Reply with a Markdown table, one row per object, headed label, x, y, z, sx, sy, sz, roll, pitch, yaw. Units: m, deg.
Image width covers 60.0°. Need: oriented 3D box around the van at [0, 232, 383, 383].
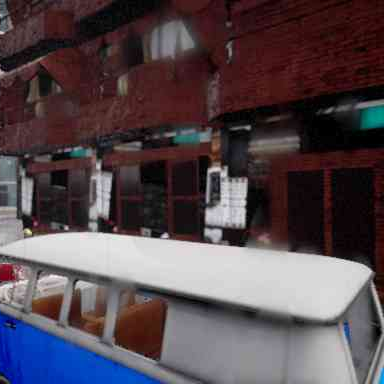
| label | x | y | z | sx | sy | sz | roll | pitch | yaw |
| --- | --- | --- | --- | --- | --- | --- | --- | --- | --- |
| van | -0.411 | 1.353 | 3.026 | 3.998 | 1.788 | 1.690 | 0 | -1 | 35 |
